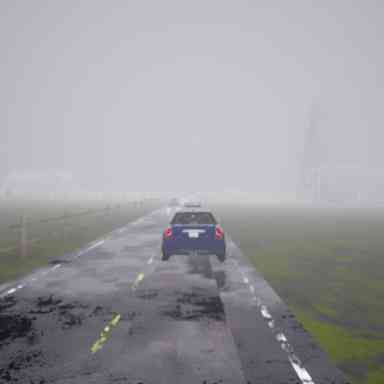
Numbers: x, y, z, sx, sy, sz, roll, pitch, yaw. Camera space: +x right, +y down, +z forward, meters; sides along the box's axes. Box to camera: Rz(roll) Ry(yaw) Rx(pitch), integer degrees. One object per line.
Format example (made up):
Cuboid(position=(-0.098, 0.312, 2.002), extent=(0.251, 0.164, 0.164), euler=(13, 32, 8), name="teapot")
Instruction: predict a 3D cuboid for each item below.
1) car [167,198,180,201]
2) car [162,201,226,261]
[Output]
Cuboid(position=(-2.807, 1.646, 51.967), extent=(1.837, 1.490, 4.892), euler=(0, -1, 0), name="car")
Cuboid(position=(0.071, 1.382, 12.616), extent=(2.097, 1.767, 4.553), euler=(0, 0, 0), name="car")
